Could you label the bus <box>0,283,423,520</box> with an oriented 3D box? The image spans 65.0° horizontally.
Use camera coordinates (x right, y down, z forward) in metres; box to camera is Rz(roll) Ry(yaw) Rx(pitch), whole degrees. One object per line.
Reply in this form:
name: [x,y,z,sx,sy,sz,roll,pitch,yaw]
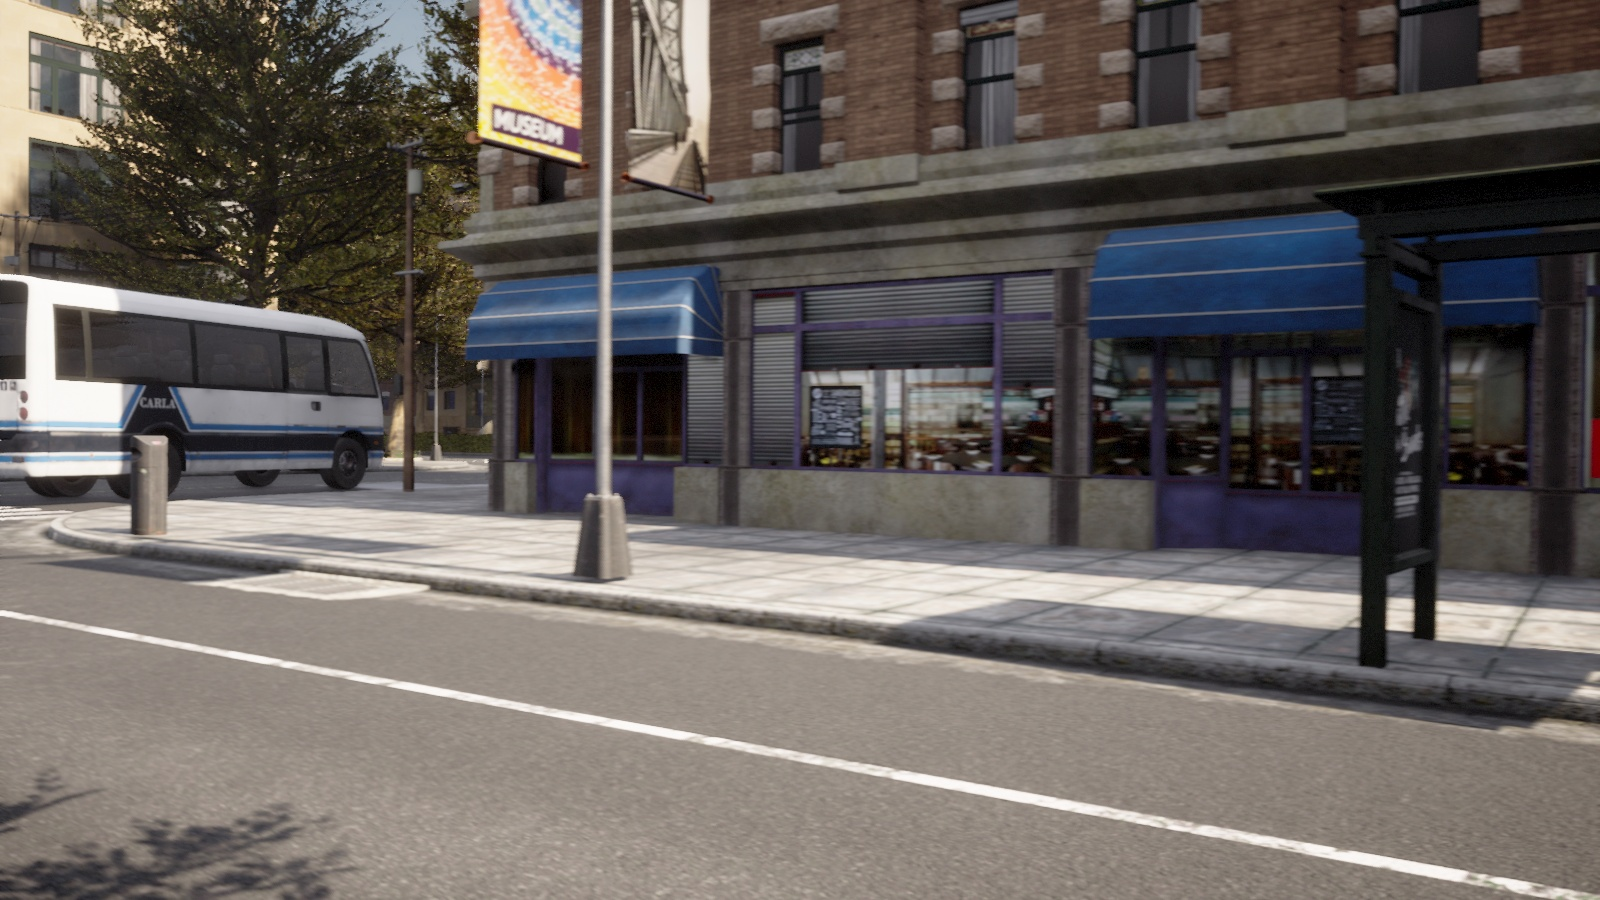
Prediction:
bus: [-13.283,-0.907,28.008,3.944,4.253,10.273,0,0,20]
